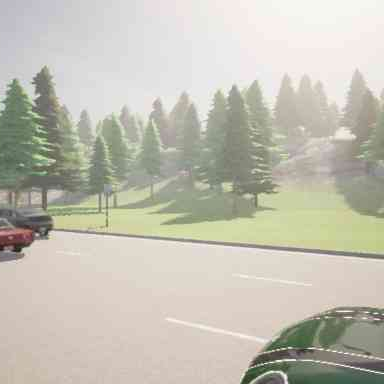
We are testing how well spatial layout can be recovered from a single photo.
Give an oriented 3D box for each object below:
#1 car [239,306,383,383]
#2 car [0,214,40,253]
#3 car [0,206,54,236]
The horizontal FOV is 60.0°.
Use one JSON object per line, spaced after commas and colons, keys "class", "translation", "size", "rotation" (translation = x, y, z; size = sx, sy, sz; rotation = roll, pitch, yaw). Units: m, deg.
{"class": "car", "translation": [2.456, 1.352, 1.837], "size": [4.553, 1.767, 2.097], "rotation": [0, 0, 34]}
{"class": "car", "translation": [-8.085, 1.604, 12.299], "size": [4.718, 1.301, 1.895], "rotation": [0, 0, 30]}
{"class": "car", "translation": [-9.148, 1.509, 16.911], "size": [4.892, 1.490, 1.837], "rotation": [0, 0, 30]}
